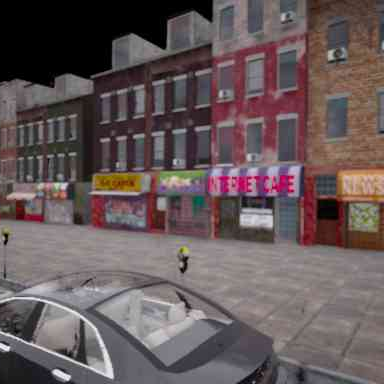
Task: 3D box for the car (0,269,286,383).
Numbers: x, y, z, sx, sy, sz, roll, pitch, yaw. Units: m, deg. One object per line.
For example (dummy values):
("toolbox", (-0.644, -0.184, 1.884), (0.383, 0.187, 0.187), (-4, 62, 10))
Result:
("car", (-1.232, 1.581, 3.665), (4.403, 1.369, 2.008), (-1, 1, 35))
